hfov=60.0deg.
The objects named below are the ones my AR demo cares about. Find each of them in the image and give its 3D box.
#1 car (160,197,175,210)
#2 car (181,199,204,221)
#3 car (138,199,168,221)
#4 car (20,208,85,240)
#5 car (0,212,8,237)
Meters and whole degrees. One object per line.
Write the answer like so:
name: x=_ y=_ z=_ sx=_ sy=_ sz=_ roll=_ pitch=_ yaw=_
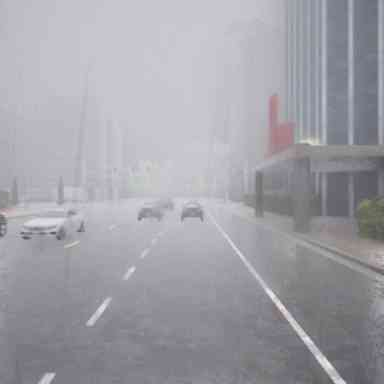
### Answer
car: x=-3.418 y=1.450 z=43.645 sx=2.097 sy=1.767 sz=4.553 roll=0 pitch=0 yaw=0
car: x=0.034 y=1.590 z=28.123 sx=1.812 sy=1.442 sz=4.674 roll=0 pitch=0 yaw=0
car: x=-3.377 y=1.589 z=28.072 sx=1.812 sy=1.442 sz=4.674 roll=0 pitch=0 yaw=0
car: x=-7.009 y=1.565 z=17.291 sx=1.812 sy=1.442 sz=4.674 roll=0 pitch=0 yaw=0
car: x=-10.582 y=1.387 z=15.290 sx=2.097 sy=1.767 sz=4.553 roll=0 pitch=0 yaw=0
